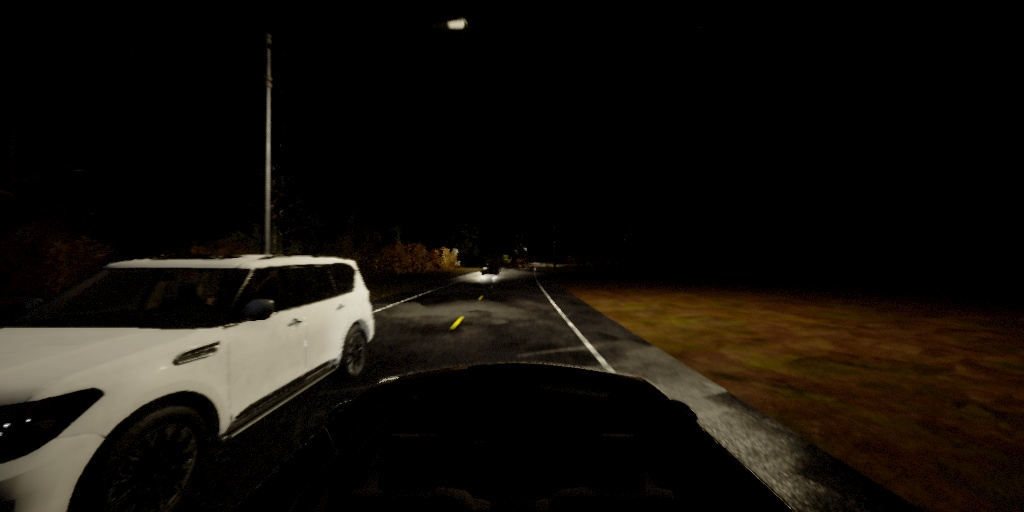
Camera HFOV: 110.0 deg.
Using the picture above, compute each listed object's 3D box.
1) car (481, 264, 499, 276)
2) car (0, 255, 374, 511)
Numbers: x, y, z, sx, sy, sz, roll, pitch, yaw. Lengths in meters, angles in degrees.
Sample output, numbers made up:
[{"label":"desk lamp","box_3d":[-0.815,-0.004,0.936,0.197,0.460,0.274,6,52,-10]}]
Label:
[{"label":"car","box_3d":[-2.575,1.669,43.697,2.033,1.411,5.357,0,-1,3]},{"label":"car","box_3d":[-3.587,0.989,4.334,2.150,2.045,5.566,0,-1,0]}]
